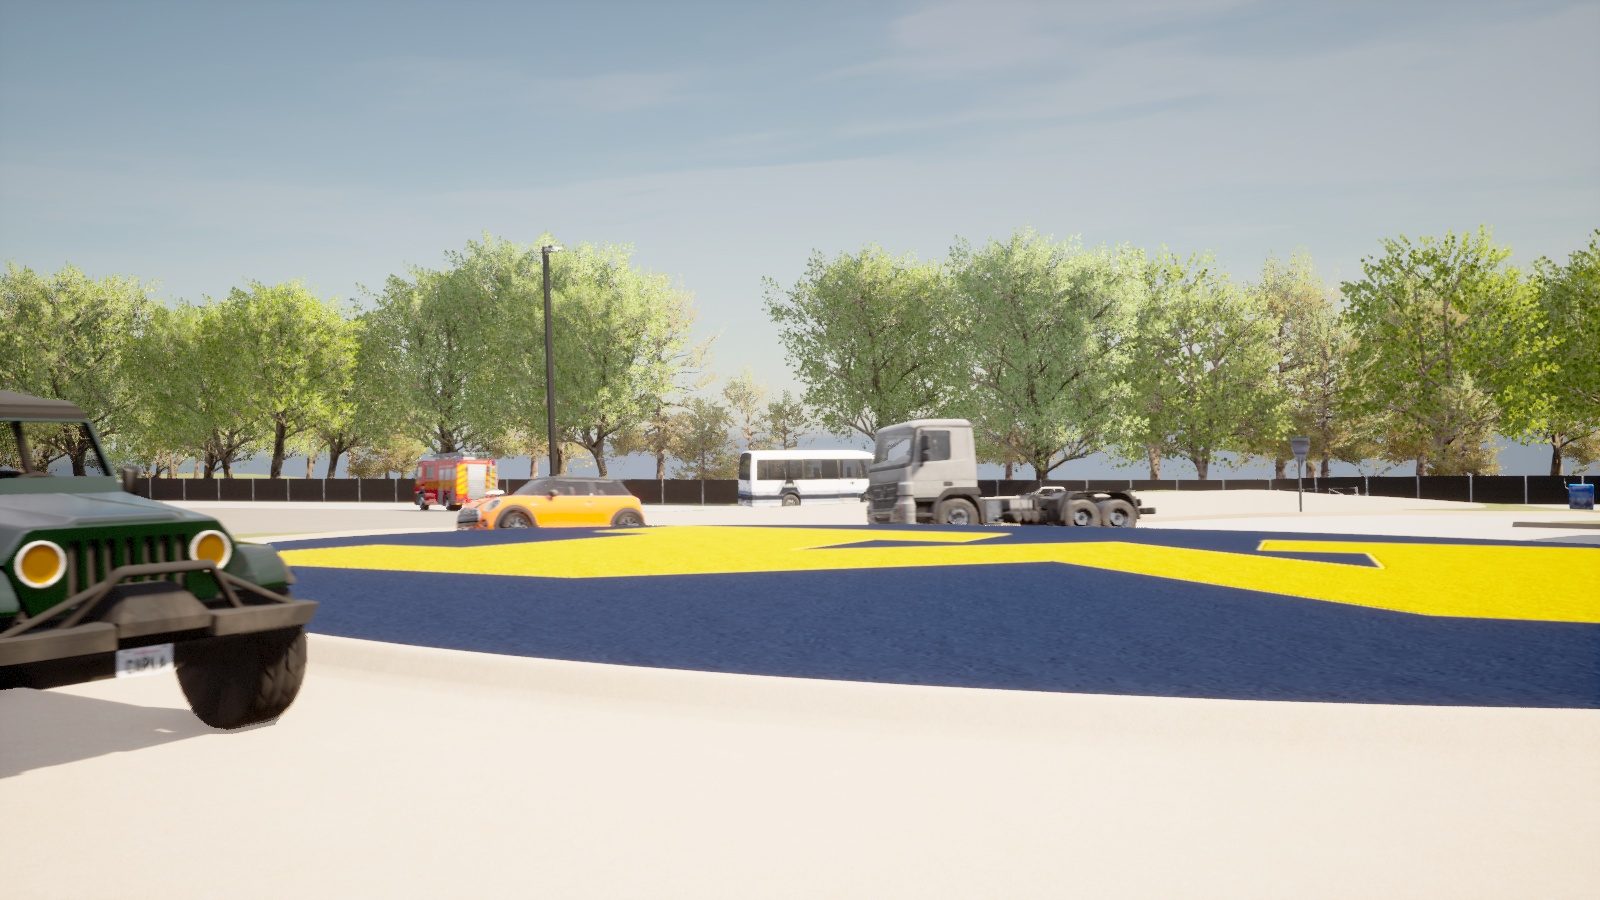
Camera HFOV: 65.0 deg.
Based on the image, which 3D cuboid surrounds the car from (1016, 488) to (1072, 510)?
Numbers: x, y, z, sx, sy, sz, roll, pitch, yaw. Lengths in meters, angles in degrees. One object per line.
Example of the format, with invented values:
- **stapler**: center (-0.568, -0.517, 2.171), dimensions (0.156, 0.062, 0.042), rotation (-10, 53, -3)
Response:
- **car**: center (17.157, 3.429, 88.153), dimensions (3.806, 1.475, 1.970), rotation (0, 1, 13)

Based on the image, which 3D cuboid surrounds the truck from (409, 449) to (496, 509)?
- **truck**: center (-23.653, 2.024, 85.130), dimensions (2.891, 3.827, 8.468), rotation (2, -3, -35)

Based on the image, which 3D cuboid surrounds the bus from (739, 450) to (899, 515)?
- **bus**: center (1.302, 2.155, 86.407), dimensions (10.273, 4.253, 3.944), rotation (0, 0, -19)

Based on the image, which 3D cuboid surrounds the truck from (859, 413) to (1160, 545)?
- **truck**: center (5.944, 0.883, 35.748), dimensions (7.936, 3.462, 2.891), rotation (0, -4, -19)

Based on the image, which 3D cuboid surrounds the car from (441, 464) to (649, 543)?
- **car**: center (-6.249, 1.386, 31.033), dimensions (4.553, 1.767, 2.097), rotation (3, -6, -37)

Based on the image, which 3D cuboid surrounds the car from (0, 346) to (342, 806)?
- **car**: center (-4.541, 0.515, 6.757), dimensions (3.866, 1.878, 1.905), rotation (0, 0, 31)

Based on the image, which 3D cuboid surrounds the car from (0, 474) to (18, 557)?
- **car**: center (-15.992, 1.158, 21.289), dimensions (1.882, 1.535, 5.008), rotation (-2, -2, 8)
